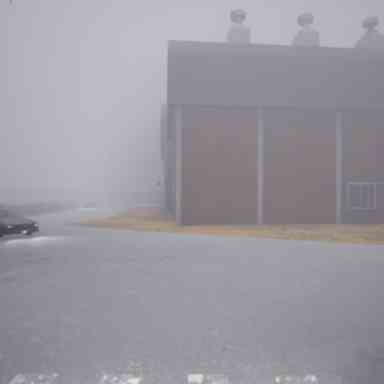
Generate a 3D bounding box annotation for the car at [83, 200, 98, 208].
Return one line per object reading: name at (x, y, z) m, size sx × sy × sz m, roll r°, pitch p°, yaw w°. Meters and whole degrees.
car at (-16.916, 2.067, 55.559) m, size 1.994 × 1.385 × 4.181 m, roll 0°, pitch -1°, yaw -8°

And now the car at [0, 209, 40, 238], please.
car at (-10.621, 1.635, 18.173) m, size 5.357 × 1.411 × 2.033 m, roll 0°, pitch -1°, yaw 33°
